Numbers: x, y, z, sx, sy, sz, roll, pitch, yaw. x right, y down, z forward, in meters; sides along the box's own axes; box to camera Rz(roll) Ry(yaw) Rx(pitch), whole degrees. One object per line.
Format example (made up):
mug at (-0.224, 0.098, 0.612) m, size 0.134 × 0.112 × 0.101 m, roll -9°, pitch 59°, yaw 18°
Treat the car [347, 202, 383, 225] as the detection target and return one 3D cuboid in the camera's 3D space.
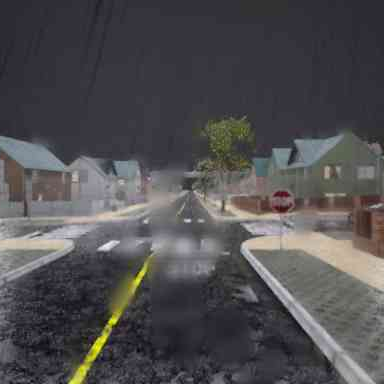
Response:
car at (11.417, 1.292, 18.697) m, size 5.008 × 1.535 × 1.882 m, roll -1°, pitch 2°, yaw 0°
